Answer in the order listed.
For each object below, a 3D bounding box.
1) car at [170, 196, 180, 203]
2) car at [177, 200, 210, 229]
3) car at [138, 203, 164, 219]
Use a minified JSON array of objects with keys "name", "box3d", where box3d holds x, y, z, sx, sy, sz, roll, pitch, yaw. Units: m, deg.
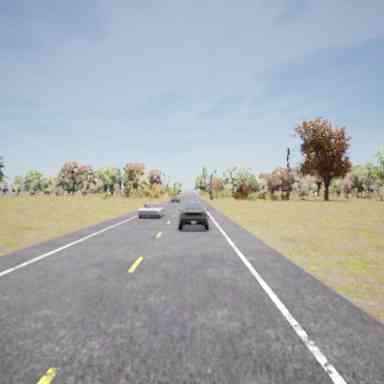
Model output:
[{"name":"car","box3d":[-3.501,1.543,70.339,1.882,1.535,5.008,0,0,0]},{"name":"car","box3d":[0.100,1.536,21.878,1.837,1.490,4.892,0,0,0]},{"name":"car","box3d":[-3.597,1.642,29.565,1.895,1.301,4.718,0,0,0]}]
